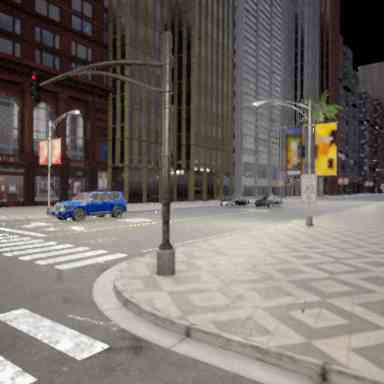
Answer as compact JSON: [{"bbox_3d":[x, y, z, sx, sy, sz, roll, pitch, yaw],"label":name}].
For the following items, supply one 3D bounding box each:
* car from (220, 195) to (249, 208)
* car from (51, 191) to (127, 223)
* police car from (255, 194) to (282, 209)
[{"bbox_3d":[5.246,1.161,40.952,2.128,1.511,4.902,1,1,37],"label":"car"},{"bbox_3d":[-7.247,0.974,24.033,2.150,2.045,5.566,1,1,36],"label":"car"},{"bbox_3d":[9.487,1.121,41.078,1.930,1.638,5.238,1,1,36],"label":"police car"}]
